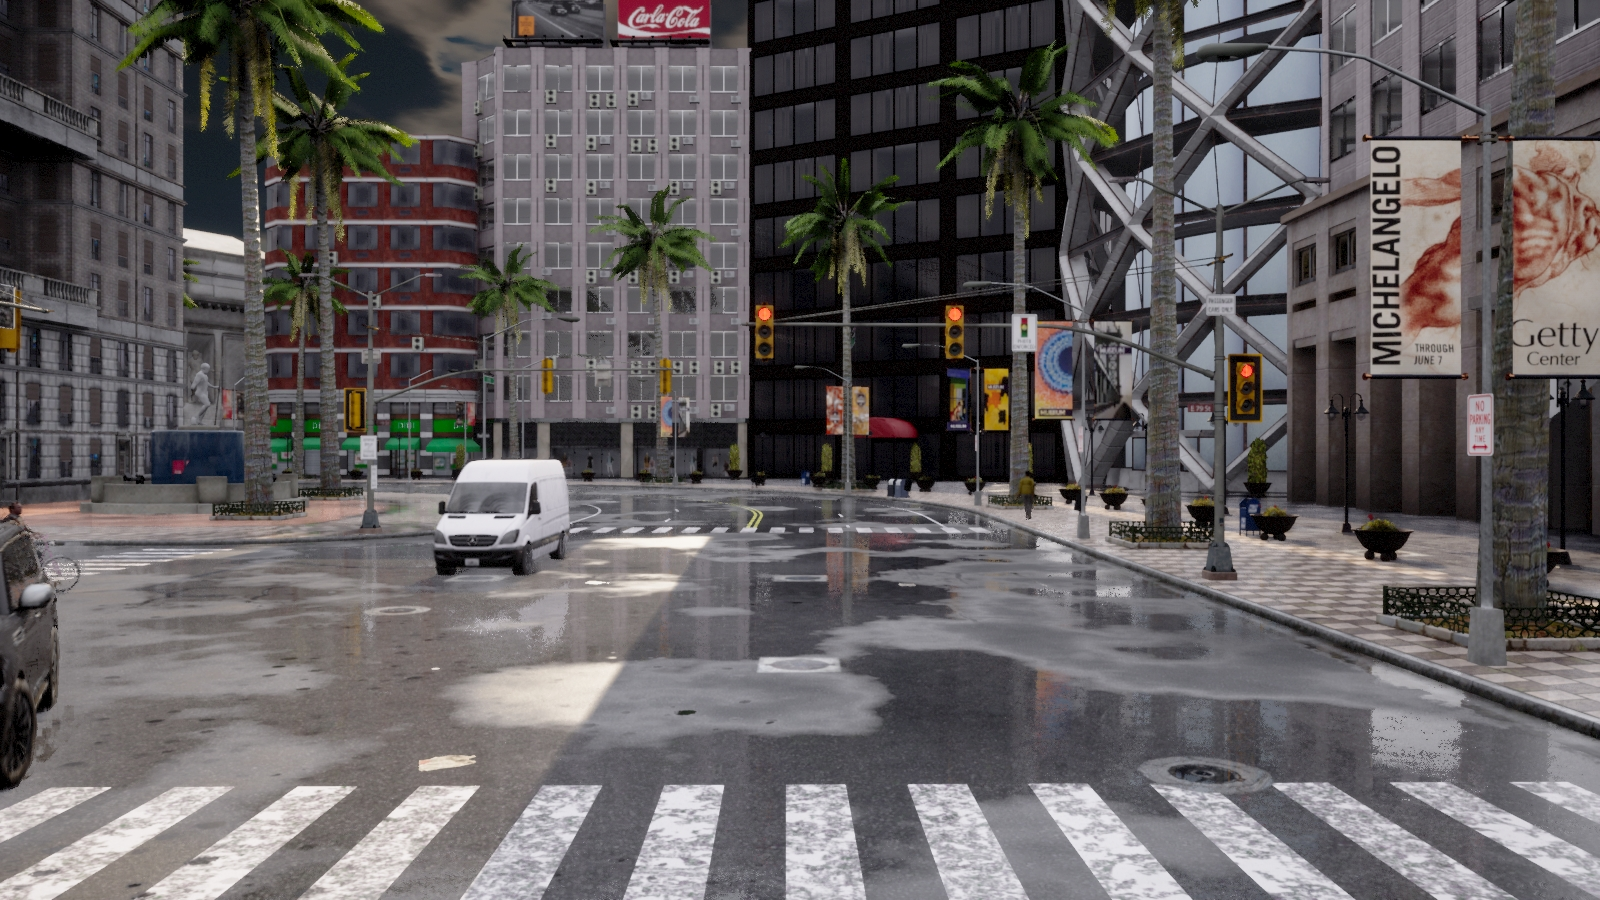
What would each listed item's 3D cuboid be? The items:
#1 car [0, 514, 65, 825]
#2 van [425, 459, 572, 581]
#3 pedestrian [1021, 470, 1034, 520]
[{"bbox_3d":[-8.258,1.775,10.481,2.150,2.045,5.566,0,0,-29],"label":"car"},{"bbox_3d":[-7.018,1.525,27.325,1.988,2.561,5.915,0,0,0],"label":"van"},{"bbox_3d":[8.492,1.681,42.628,0.375,1.860,0.375,0,0,24],"label":"pedestrian"}]
